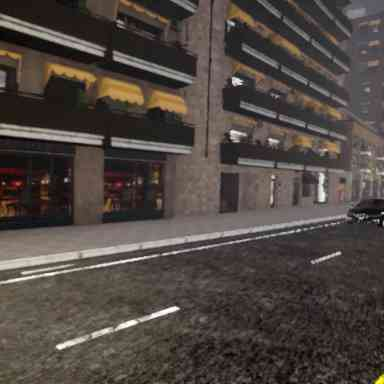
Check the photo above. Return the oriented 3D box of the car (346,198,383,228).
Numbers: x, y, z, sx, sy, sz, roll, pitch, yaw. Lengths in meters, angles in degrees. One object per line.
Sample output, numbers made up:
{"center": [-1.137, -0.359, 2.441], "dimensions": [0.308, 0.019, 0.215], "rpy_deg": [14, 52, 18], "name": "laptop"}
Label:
{"center": [10.635, 1.159, 19.427], "dimensions": [1.837, 1.490, 4.892], "rpy_deg": [4, 3, 43], "name": "car"}
